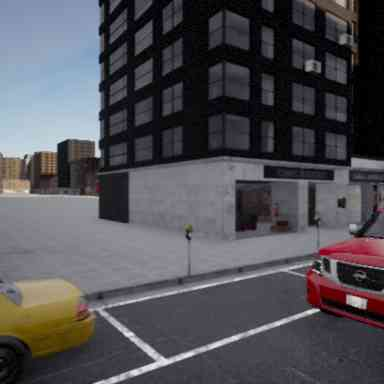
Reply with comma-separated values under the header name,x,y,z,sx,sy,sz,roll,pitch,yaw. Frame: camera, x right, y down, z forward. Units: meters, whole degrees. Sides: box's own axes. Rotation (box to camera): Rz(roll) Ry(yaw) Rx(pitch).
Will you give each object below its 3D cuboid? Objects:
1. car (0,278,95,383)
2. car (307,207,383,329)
name,x,y,z,sx,sy,sz,roll,pitch,yaw
car,-3.593,1.525,3.624,4.829,1.417,1.752,0,0,-36
car,4.580,1.224,6.333,5.566,2.045,2.150,0,0,-36
